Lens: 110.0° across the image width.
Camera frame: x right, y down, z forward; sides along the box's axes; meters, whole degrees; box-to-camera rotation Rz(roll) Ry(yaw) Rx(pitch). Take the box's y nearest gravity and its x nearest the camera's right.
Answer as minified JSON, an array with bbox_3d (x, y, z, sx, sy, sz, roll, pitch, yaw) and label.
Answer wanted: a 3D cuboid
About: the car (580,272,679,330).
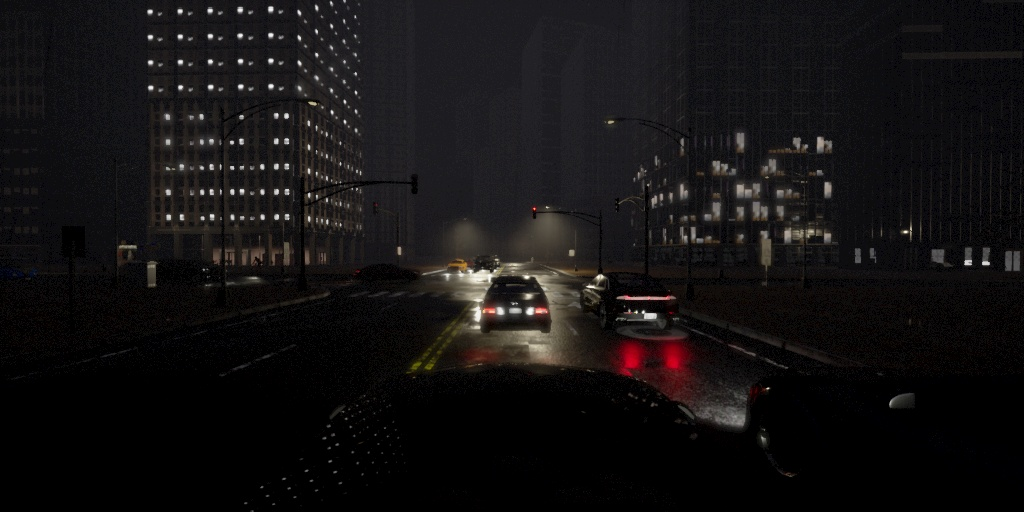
[{"bbox_3d":[3.356,1.238,11.085,2.128,1.511,4.902,0,0,0],"label":"car"}]

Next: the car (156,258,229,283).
[{"bbox_3d":[-23.239,1.000,25.931,4.553,1.767,2.097,0,0,1],"label":"car"}]

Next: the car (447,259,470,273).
[{"bbox_3d":[-6.548,1.193,43.206,1.882,1.535,5.008,0,0,0],"label":"car"}]

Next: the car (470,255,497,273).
[{"bbox_3d":[-3.299,0.938,42.882,2.150,2.045,5.566,0,0,0],"label":"car"}]

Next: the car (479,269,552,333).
[{"bbox_3d":[0.109,1.294,10.672,2.033,1.411,5.357,0,0,1],"label":"car"}]

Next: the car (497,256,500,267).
[{"bbox_3d":[-3.286,1.049,52.836,2.097,1.767,4.553,0,0,0],"label":"car"}]

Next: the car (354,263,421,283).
[{"bbox_3d":[-9.169,1.230,26.626,4.674,1.442,1.812,0,1,-12],"label":"car"}]

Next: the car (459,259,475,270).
[{"bbox_3d":[-6.535,1.223,52.618,1.812,1.442,4.674,0,0,0],"label":"car"}]

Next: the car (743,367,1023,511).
[{"bbox_3d":[3.354,1.314,1.928,1.994,1.385,4.181,0,0,0],"label":"car"}]

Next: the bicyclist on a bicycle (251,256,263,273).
[{"bbox_3d":[-24.665,0.868,34.704,0.582,1.620,1.656,0,1,1],"label":"bicyclist on a bicycle"}]

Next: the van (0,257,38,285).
[{"bbox_3d":[-33.909,0.960,23.625,3.998,1.789,1.690,0,0,1],"label":"van"}]
